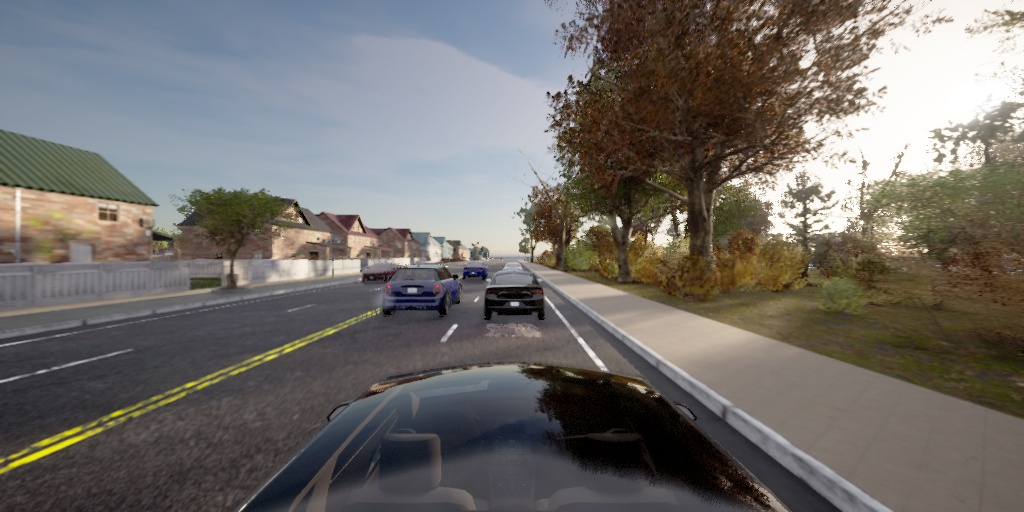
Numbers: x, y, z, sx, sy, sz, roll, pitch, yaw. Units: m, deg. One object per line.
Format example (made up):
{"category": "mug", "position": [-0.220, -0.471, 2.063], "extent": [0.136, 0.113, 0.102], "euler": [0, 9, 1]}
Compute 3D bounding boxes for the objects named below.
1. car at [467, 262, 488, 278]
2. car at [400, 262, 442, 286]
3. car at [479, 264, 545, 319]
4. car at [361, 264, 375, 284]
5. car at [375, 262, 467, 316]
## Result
{"category": "car", "position": [-3.149, 1.241, 31.647], "extent": [1.882, 1.535, 5.008], "euler": [0, 0, 0]}
{"category": "car", "position": [-6.597, 1.265, 26.537], "extent": [1.837, 1.490, 4.892], "euler": [0, 0, 0]}
{"category": "car", "position": [0.080, 1.232, 12.801], "extent": [1.882, 1.535, 5.008], "euler": [0, 0, 0]}
{"category": "car", "position": [-9.846, 1.238, 27.612], "extent": [1.882, 1.535, 5.008], "euler": [0, 0, 0]}
{"category": "car", "position": [-3.148, 1.106, 13.451], "extent": [2.097, 1.767, 4.553], "euler": [0, 0, 0]}
